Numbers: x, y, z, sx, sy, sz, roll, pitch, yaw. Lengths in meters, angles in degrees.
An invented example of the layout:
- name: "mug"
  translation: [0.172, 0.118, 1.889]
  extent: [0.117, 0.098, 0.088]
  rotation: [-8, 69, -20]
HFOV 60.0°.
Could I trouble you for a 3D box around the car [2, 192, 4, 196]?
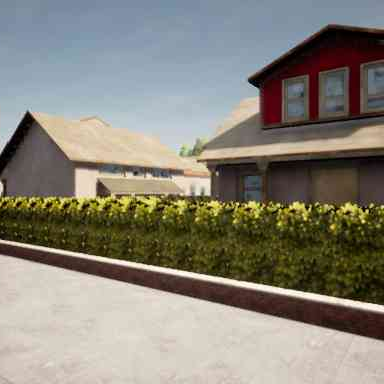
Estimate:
- name: "car"
  translation: [-42.144, 0.972, 76.312]
  extent: [3.866, 1.878, 1.905]
  rotation: [0, 0, 36]
